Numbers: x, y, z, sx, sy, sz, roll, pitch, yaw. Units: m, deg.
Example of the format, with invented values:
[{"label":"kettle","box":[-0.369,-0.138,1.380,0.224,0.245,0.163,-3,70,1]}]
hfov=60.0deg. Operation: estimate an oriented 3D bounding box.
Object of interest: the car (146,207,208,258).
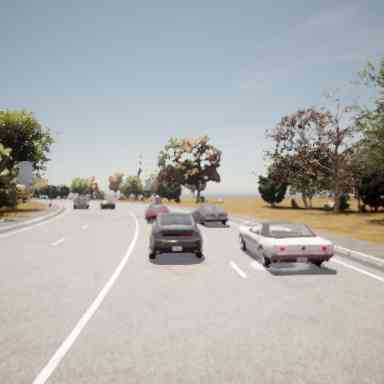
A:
[{"label":"car","box":[-0.691,1.560,13.069,1.837,1.490,4.892,0,0,-5]}]

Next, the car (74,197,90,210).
[{"label":"car","box":[-15.815,1.557,47.594,2.097,1.767,4.553,0,0,-20]}]

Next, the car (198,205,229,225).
[{"label":"car","box":[1.254,1.645,24.797,2.033,1.411,5.357,0,0,-10]}]

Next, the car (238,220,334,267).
[{"label":"car","box":[2.949,1.641,11.605,1.895,1.301,4.718,0,0,-4]}]

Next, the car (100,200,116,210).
[{"label":"car","box":[-11.868,1.803,46.958,1.895,1.301,4.718,0,0,-19]}]

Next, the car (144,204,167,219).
[{"label":"car","box":[-3.009,1.683,28.511,1.994,1.385,4.181,0,0,-11]}]
